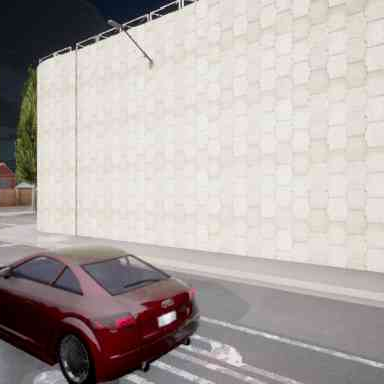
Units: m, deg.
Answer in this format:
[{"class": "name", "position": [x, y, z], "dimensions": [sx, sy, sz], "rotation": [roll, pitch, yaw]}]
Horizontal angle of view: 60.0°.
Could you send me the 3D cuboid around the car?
[{"class": "car", "position": [-1.936, 1.564, 5.362], "dimensions": [4.181, 1.385, 1.994], "rotation": [0, 0, 36]}]
